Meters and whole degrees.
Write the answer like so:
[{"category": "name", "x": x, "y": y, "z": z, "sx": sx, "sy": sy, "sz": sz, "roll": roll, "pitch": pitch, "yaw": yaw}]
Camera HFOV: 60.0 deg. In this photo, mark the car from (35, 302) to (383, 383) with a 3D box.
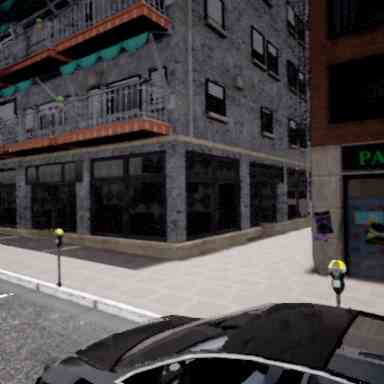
[{"category": "car", "x": 0.644, "y": 1.564, "z": 2.432, "sx": 4.313, "sy": 1.339, "sz": 1.947, "roll": 0, "pitch": -1, "yaw": 36}]
